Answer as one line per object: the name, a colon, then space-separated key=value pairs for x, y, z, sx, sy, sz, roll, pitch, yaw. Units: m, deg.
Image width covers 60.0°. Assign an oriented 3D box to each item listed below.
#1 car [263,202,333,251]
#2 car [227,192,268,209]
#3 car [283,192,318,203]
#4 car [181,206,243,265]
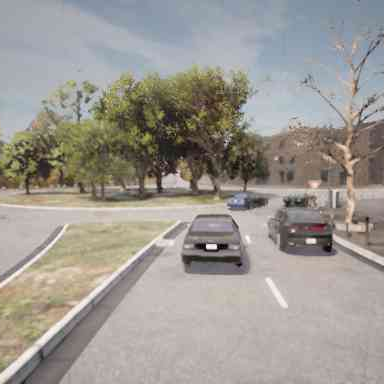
car: x=4.222 y=1.378 z=13.549 sx=1.837 sy=1.490 sz=4.892 roll=0 pitch=1 yaw=5
car: x=5.130 y=0.710 z=30.220 sx=2.033 sy=1.411 sz=5.357 roll=2 pitch=4 yaw=34
car: x=10.614 y=0.648 z=32.179 sx=1.895 sy=1.301 sz=4.718 roll=3 pitch=4 yaw=38
car: x=0.740 y=1.455 z=11.377 sx=2.033 sy=1.411 sz=5.357 roll=0 pitch=1 yaw=5
